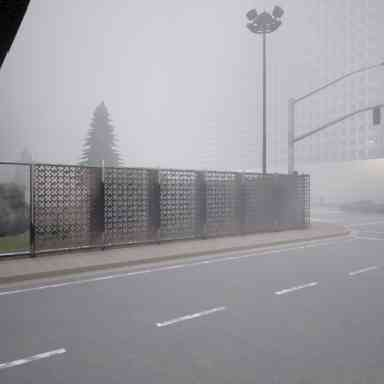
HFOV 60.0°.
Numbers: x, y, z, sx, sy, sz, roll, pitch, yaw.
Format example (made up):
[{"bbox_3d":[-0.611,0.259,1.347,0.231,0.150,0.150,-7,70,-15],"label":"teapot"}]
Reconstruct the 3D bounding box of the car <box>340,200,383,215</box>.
[{"bbox_3d":[17.326,1.508,33.743,1.994,1.385,4.181,0,0,-37],"label":"car"}]

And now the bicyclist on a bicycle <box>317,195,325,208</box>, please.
[{"bbox_3d":[16.614,1.245,42.838,1.656,1.620,0.582,0,0,-35],"label":"bicyclist on a bicycle"}]
